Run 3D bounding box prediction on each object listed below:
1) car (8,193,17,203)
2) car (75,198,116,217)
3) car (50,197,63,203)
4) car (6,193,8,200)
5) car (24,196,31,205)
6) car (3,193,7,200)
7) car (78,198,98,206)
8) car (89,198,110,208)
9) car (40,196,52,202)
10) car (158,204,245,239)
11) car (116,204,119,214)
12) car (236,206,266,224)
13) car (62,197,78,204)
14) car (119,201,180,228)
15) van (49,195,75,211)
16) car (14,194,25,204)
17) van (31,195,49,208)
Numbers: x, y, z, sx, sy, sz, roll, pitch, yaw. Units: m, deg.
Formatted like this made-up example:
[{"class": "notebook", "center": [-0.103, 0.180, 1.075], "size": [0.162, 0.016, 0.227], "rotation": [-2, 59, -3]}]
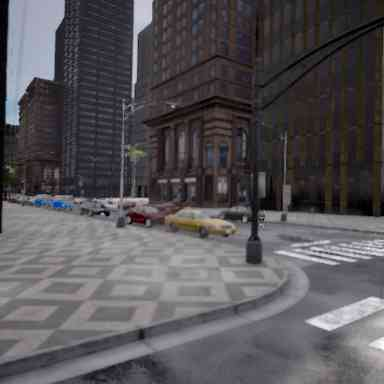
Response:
[{"class": "car", "center": [-33.861, 1.250, 65.187], "size": [2.192, 1.841, 5.009], "rotation": [2, -1, -36]}, {"class": "car", "center": [-9.061, 1.561, 30.789], "size": [1.947, 1.339, 4.313], "rotation": [2, -1, -36]}, {"class": "car", "center": [-30.732, 1.728, 75.407], "size": [1.802, 1.307, 4.206], "rotation": [2, -1, -36]}, {"class": "car", "center": [-36.964, 1.362, 69.485], "size": [1.967, 1.590, 4.097], "rotation": [2, -1, -36]}, {"class": "car", "center": [-24.565, 1.541, 52.285], "size": [1.802, 1.307, 4.206], "rotation": [2, -1, -36]}, {"class": "car", "center": [-46.212, 1.217, 79.343], "size": [4.403, 1.369, 2.008], "rotation": [1, 0, -45]}, {"class": "car", "center": [-18.099, 1.752, 57.888], "size": [1.947, 1.339, 4.313], "rotation": [2, -1, -36]}, {"class": "car", "center": [-14.940, 1.738, 53.509], "size": [1.887, 1.381, 4.507], "rotation": [2, -1, -36]}, {"class": "car", "center": [-37.049, 1.676, 84.168], "size": [1.947, 1.339, 4.313], "rotation": [2, -1, -36]}, {"class": "car", "center": [0.341, 1.554, 17.756], "size": [1.752, 1.417, 4.829], "rotation": [2, -1, -36]}, {"class": "car", "center": [-9.548, 1.591, 36.184], "size": [1.812, 1.442, 4.674], "rotation": [2, -1, -36]}, {"class": "car", "center": [4.010, 1.794, 27.235], "size": [2.008, 1.369, 4.403], "rotation": [2, -1, -36]}, {"class": "car", "center": [-24.416, 1.736, 66.647], "size": [1.947, 1.339, 4.313], "rotation": [2, -1, -36]}, {"class": "car", "center": [-2.860, 1.560, 22.192], "size": [1.887, 1.381, 4.507], "rotation": [2, -1, -36]}, {"class": "van", "center": [-15.257, 1.321, 39.391], "size": [1.690, 1.788, 3.998], "rotation": [2, -1, -36]}, {"class": "car", "center": [-30.767, 1.526, 60.884], "size": [1.802, 1.307, 4.206], "rotation": [2, -1, -36]}, {"class": "van", "center": [-21.458, 1.307, 47.989], "size": [1.690, 1.788, 3.998], "rotation": [2, -1, -36]}]
